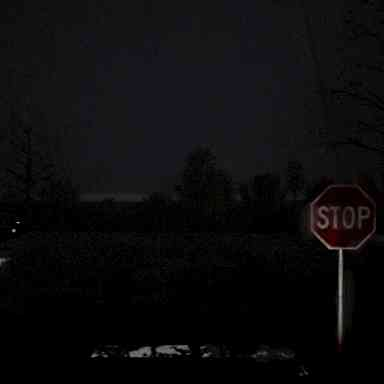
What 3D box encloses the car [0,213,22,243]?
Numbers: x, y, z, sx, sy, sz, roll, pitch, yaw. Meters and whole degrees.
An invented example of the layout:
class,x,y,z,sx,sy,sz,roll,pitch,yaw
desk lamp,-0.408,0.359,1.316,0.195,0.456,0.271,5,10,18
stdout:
class,x,y,z,sx,sy,sz,roll,pitch,yaw
car,-10.007,1.193,13.560,5.566,2.045,2.150,1,0,0
